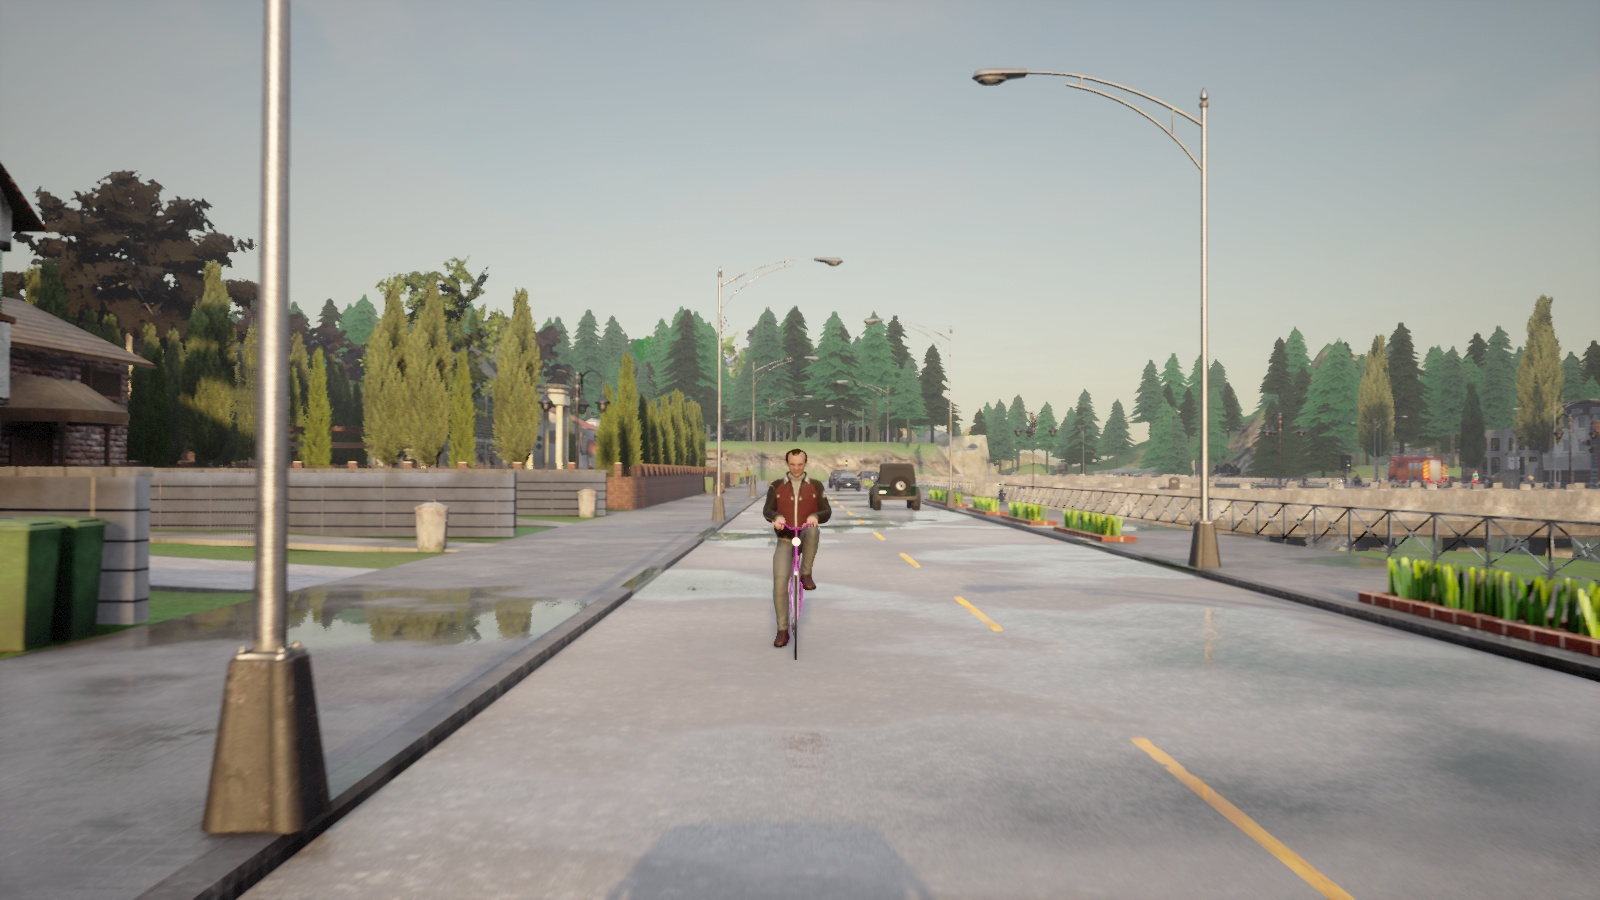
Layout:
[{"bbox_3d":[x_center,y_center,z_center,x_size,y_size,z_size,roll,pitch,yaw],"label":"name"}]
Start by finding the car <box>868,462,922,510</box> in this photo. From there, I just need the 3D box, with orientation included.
[{"bbox_3d":[3.878,1.459,51.599,1.905,1.878,3.866,0,-1,0],"label":"car"}]

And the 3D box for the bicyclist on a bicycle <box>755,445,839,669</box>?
[{"bbox_3d":[-0.026,0.868,10.902,0.659,1.776,1.843,0,-1,0],"label":"bicyclist on a bicycle"}]
